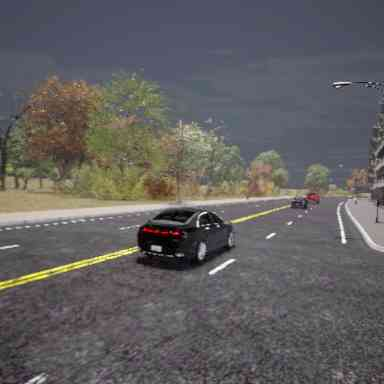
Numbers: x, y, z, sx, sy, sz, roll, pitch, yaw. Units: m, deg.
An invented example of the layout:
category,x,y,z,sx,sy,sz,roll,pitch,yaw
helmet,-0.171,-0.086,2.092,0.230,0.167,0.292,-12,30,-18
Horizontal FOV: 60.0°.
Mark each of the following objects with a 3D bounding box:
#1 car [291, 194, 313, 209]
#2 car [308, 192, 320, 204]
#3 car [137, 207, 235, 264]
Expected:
category,x,y,z,sx,sy,sz,roll,pitch,yaw
car,14.501,1.354,44.559,2.128,1.511,4.902,4,1,24
car,23.368,1.136,64.055,2.150,2.045,5.566,4,0,25
car,0.036,1.288,11.208,1.837,1.490,4.892,4,1,24
